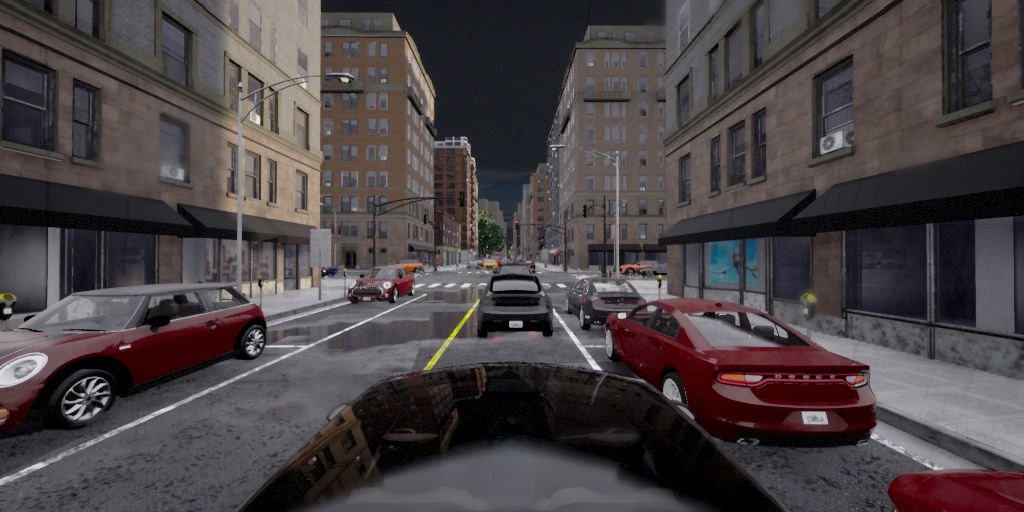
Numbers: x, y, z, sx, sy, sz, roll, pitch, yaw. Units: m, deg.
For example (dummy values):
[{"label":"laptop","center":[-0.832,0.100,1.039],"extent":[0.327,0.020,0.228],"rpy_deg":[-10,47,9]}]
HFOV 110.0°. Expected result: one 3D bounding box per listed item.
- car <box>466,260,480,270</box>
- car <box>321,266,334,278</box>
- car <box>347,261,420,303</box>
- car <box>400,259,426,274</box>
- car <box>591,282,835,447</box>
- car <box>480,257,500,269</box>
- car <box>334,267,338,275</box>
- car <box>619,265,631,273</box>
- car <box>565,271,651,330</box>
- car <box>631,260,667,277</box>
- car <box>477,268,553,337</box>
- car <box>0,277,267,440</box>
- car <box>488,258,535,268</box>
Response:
[{"label":"car","center":[-5.909,1.346,54.750],"extent":[2.007,1.370,4.403],"rpy_deg":[0,0,0]},{"label":"car","center":[-18.020,0.869,29.159],"extent":[5.566,2.045,2.150],"rpy_deg":[0,0,0]},{"label":"car","center":[-5.835,1.195,16.389],"extent":[1.967,1.591,4.097],"rpy_deg":[0,0,0]},{"label":"car","center":[-11.778,1.110,39.243],"extent":[4.553,1.767,2.097],"rpy_deg":[0,-1,-8]},{"label":"car","center":[2.675,1.296,5.397],"extent":[1.888,1.381,4.507],"rpy_deg":[0,0,0]},{"label":"car","center":[-3.123,1.269,51.918],"extent":[1.882,1.535,5.008],"rpy_deg":[0,0,0]},{"label":"car","center":[-18.410,1.150,32.413],"extent":[5.008,1.535,1.882],"rpy_deg":[0,0,0]},{"label":"car","center":[14.024,1.222,39.265],"extent":[4.553,1.767,2.097],"rpy_deg":[0,0,0]},{"label":"car","center":[2.683,1.303,10.889],"extent":[2.007,1.370,4.403],"rpy_deg":[0,0,0]},{"label":"car","center":[15.189,1.395,36.004],"extent":[5.357,1.411,2.033],"rpy_deg":[0,0,0]},{"label":"car","center":[0.056,1.258,10.313],"extent":[1.837,1.490,4.892],"rpy_deg":[0,0,-1]},{"label":"car","center":[-5.852,1.190,5.403],"extent":[1.967,1.591,4.097],"rpy_deg":[0,0,0]},{"label":"car","center":[0.120,1.108,17.728],"extent":[2.097,1.767,4.553],"rpy_deg":[0,0,0]}]
